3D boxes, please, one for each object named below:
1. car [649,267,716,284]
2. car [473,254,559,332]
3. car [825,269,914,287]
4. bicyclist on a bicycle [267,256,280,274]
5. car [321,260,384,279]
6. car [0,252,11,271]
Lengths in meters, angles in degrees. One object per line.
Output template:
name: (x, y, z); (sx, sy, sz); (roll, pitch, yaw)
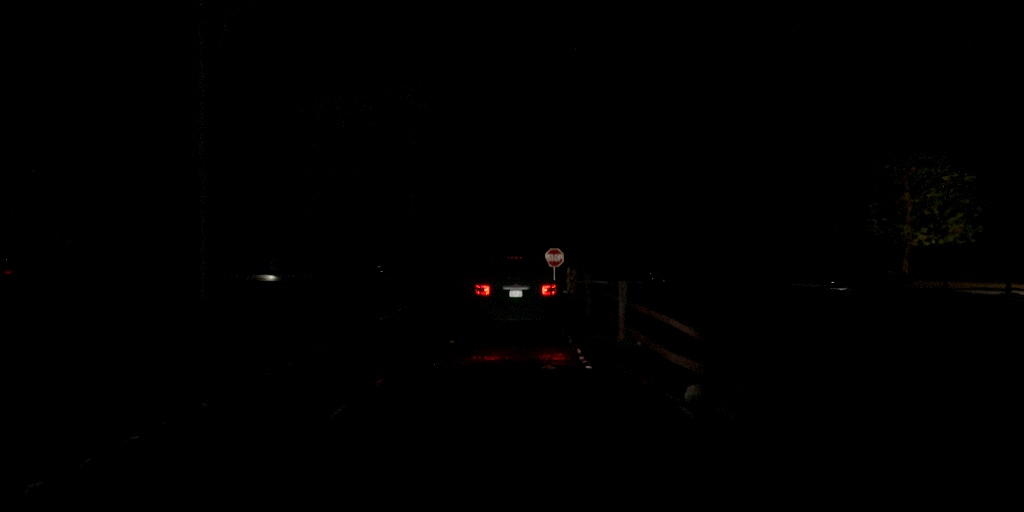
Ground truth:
car: (13.464, 1.554, 28.577); (4.718, 1.301, 1.895); (1, 0, 1)
car: (0.104, 0.967, 10.952); (2.150, 2.045, 5.566); (0, 0, 0)
car: (27.821, 1.714, 28.015); (5.357, 1.411, 2.033); (1, 0, 2)
bicyclist on a bicycle: (-21.995, 0.860, 33.107); (0.582, 1.620, 1.656); (1, 0, 2)
car: (-13.094, 1.043, 29.572); (4.902, 1.511, 2.128); (1, 0, 4)
car: (-46.665, 0.372, 31.047); (4.553, 1.767, 2.097); (1, 0, 3)
